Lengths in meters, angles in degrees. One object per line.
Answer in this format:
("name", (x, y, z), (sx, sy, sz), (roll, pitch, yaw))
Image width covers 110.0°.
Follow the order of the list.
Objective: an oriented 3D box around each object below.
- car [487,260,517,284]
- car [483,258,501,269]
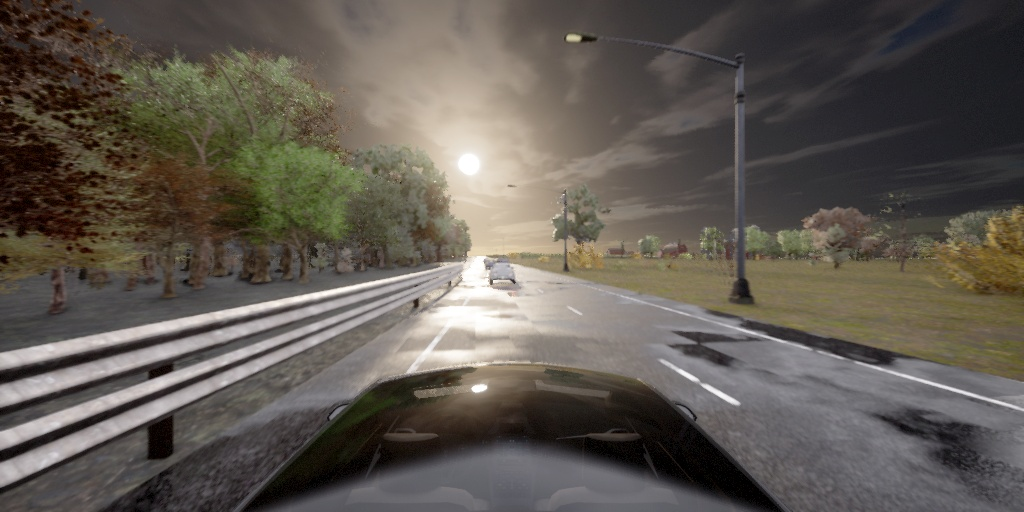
("car", (-0.768, 1.258, 26.914), (1.812, 1.442, 4.674), (0, 0, -4))
("car", (-3.322, 1.257, 56.430), (2.033, 1.411, 5.357), (0, 0, -5))
